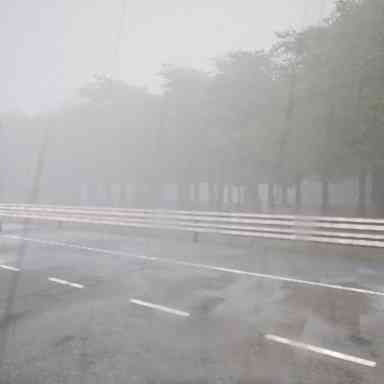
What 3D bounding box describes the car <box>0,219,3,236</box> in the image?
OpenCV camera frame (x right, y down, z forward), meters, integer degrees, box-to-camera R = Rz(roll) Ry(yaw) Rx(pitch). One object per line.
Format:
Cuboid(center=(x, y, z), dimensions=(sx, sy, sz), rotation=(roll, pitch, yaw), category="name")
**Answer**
Cuboid(center=(-10.970, 1.517, 15.997), dimensions=(4.892, 1.490, 1.837), rotation=(0, 0, 36), category="car")
